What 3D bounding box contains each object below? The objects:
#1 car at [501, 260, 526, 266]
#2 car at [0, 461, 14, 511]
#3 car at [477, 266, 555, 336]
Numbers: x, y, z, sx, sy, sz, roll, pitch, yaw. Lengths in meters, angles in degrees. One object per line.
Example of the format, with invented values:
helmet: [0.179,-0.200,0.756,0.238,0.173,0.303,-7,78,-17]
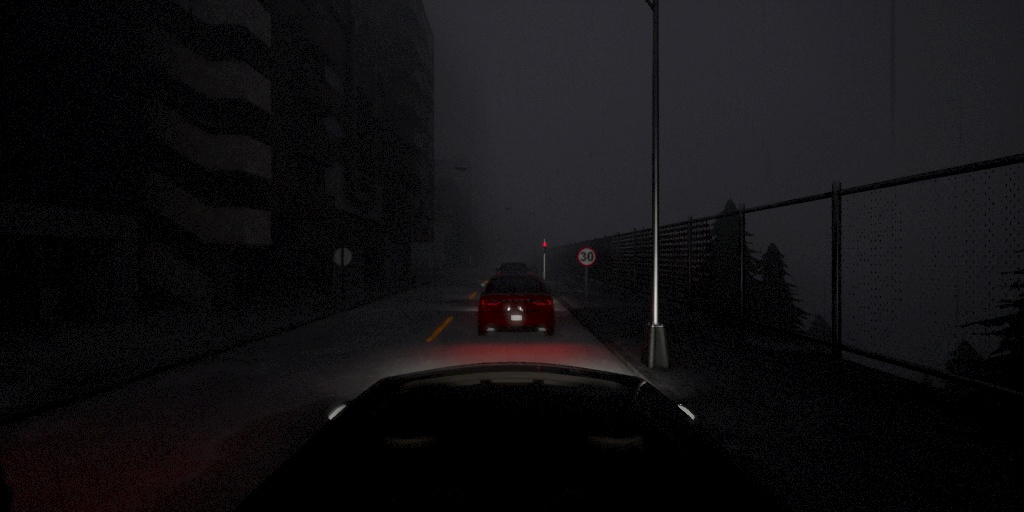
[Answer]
car: [0.090,1.102,20.851,2.097,1.767,4.553,0,0,0]
car: [-4.098,1.102,0.129,2.097,1.767,4.553,0,0,0]
car: [0.094,1.228,10.482,1.882,1.535,5.008,0,0,0]
